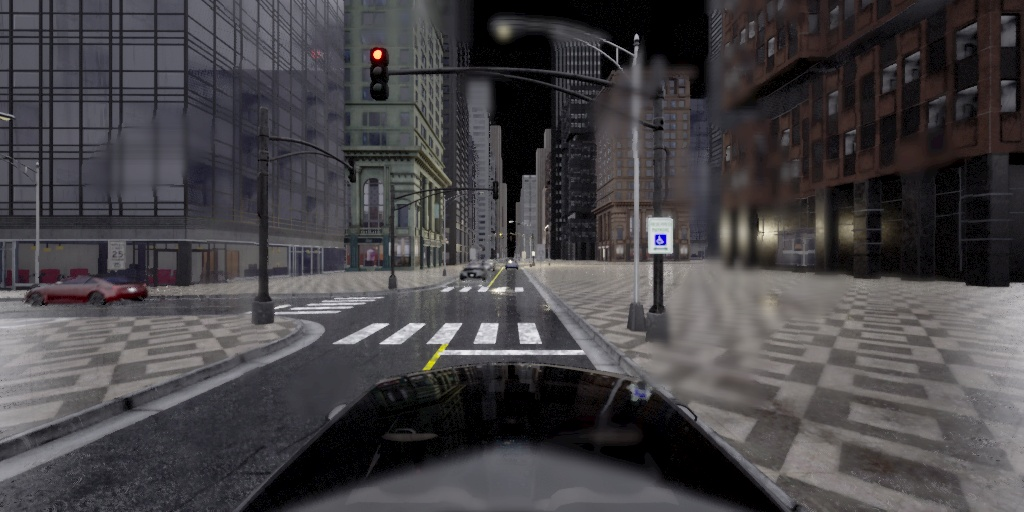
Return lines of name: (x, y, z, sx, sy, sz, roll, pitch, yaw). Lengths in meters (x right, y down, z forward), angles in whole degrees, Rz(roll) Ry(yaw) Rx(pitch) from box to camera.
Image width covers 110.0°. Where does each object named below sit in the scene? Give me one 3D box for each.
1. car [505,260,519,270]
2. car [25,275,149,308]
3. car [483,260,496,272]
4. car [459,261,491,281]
car: (-0.020, 1.326, 53.416, 1.994, 1.385, 4.181, 0, 0, 0)
car: (-19.882, 1.592, 16.897, 4.181, 1.385, 1.994, -1, 0, 0)
car: (-3.103, 1.247, 45.845, 2.128, 1.511, 4.902, 0, 0, 0)
car: (-3.112, 1.314, 29.678, 1.994, 1.385, 4.181, 0, 0, 0)
